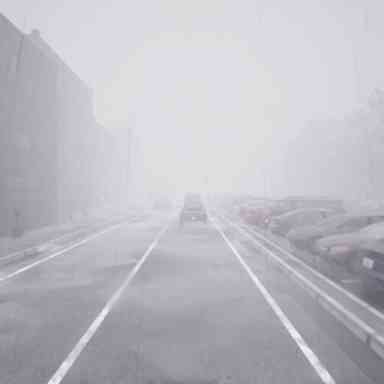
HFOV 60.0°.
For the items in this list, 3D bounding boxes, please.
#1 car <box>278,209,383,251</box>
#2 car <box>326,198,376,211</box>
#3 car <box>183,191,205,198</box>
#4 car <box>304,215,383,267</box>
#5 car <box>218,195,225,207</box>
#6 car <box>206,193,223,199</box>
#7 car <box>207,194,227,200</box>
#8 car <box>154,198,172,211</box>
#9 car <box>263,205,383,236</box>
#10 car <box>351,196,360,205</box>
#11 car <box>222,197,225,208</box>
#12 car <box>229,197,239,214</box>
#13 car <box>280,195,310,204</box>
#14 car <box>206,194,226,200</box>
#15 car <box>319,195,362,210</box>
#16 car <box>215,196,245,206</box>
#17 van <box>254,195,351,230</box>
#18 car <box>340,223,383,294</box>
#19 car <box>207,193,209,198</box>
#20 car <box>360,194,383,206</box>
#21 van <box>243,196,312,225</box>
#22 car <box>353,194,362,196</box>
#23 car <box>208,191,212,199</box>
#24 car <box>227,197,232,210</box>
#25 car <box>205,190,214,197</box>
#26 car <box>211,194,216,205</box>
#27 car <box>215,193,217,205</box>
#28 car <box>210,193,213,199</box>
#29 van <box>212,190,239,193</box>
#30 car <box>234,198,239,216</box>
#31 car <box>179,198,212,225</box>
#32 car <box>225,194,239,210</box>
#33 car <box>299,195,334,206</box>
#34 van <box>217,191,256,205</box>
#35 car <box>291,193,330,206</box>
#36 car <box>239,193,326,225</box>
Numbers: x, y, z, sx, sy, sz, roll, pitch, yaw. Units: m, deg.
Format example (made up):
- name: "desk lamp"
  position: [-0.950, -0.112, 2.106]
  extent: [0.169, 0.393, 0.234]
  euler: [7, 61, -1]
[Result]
- name: "car"
  position: [6.047, 1.549, 12.655]
  extent: [4.792, 1.488, 2.163]
  euler: [0, 0, 0]
- name: "car"
  position: [19.252, 1.468, 40.465]
  extent: [5.008, 1.535, 2.097]
  euler: [0, 0, 0]
- name: "car"
  position: [0.087, 1.165, 41.280]
  extent: [2.150, 2.045, 5.566]
  euler: [0, -1, 0]
- name: "car"
  position: [6.070, 1.564, 9.872]
  extent: [4.674, 1.452, 2.002]
  euler: [0, 0, 0]
- name: "car"
  position: [6.147, 1.492, 43.271]
  extent: [4.792, 1.488, 2.163]
  euler: [0, 0, 0]
- name: "car"
  position: [6.372, 1.049, 93.390]
  extent: [4.553, 1.767, 2.185]
  euler: [0, 1, 0]
- name: "car"
  position: [6.308, 1.294, 85.027]
  extent: [5.008, 1.535, 2.097]
  euler: [0, 1, 0]
- name: "car"
  position: [-3.354, 1.432, 39.282]
  extent: [1.882, 1.535, 5.008]
  euler: [0, 0, 0]
- name: "car"
  position: [6.079, 1.517, 15.438]
  extent: [4.892, 1.521, 2.231]
  euler: [0, 0, 0]
- name: "car"
  position: [19.235, 1.482, 34.894]
  extent: [4.892, 1.521, 2.231]
  euler: [0, 0, 0]
- name: "car"
  position: [6.161, 1.516, 37.705]
  extent: [4.674, 1.452, 2.002]
  euler: [0, 0, 0]
- name: "car"
  position: [6.316, 1.490, 29.354]
  extent: [5.366, 1.575, 1.946]
  euler: [0, 0, 0]
- name: "car"
  position: [19.326, 1.398, 62.744]
  extent: [5.008, 1.535, 2.097]
  euler: [0, 0, 0]
- name: "car"
  position: [6.316, 1.263, 87.816]
  extent: [5.008, 1.535, 2.097]
  euler: [0, 1, 0]
- name: "car"
  position: [19.224, 1.335, 43.250]
  extent: [4.553, 1.767, 2.185]
  euler: [0, 0, 0]
- name: "car"
  position: [6.216, 1.470, 54.404]
  extent: [4.674, 1.452, 2.002]
  euler: [0, 0, 0]
- name: "van"
  position: [5.978, 1.285, 18.346]
  extent: [4.442, 1.987, 1.878]
  euler: [0, 0, 0]
- name: "car"
  position: [6.087, 1.558, 7.088]
  extent: [4.792, 1.488, 2.163]
  euler: [0, 0, 0]
- name: "car"
  position: [6.453, 1.365, 71.104]
  extent: [5.366, 1.575, 1.946]
  euler: [0, 0, 0]
- name: "car"
  position: [19.251, 1.361, 32.108]
  extent: [4.553, 1.767, 2.185]
  euler: [0, 0, 0]
- name: "van"
  position: [5.996, 1.277, 23.788]
  extent: [4.442, 1.987, 1.878]
  euler: [0, 0, 0]
- name: "car"
  position: [19.210, 1.223, 37.677]
  extent: [5.566, 2.045, 2.435]
  euler: [0, 0, 0]
- name: "car"
  position: [6.228, 1.253, 68.446]
  extent: [4.553, 1.767, 2.185]
  euler: [0, 0, 0]
- name: "car"
  position: [6.146, 1.489, 32.137]
  extent: [4.892, 1.521, 2.231]
  euler: [0, 0, 0]
- name: "car"
  position: [6.314, 1.094, 76.670]
  extent: [5.566, 2.045, 2.435]
  euler: [0, 0, 0]
- name: "car"
  position: [6.019, 1.436, 51.622]
  extent: [5.366, 1.575, 1.946]
  euler: [0, 0, 0]
- name: "car"
  position: [6.164, 1.321, 48.838]
  extent: [4.553, 1.767, 2.185]
  euler: [0, 0, 0]
- name: "car"
  position: [6.237, 1.410, 59.971]
  extent: [5.008, 1.535, 2.097]
  euler: [0, 0, 0]
- name: "van"
  position: [6.357, 1.175, 62.754]
  extent: [4.442, 1.987, 1.878]
  euler: [0, 0, 0]
- name: "car"
  position: [6.115, 1.499, 26.571]
  extent: [4.892, 1.521, 2.231]
  euler: [0, 0, 0]
- name: "car"
  position: [0.095, 1.470, 23.931]
  extent: [2.128, 1.511, 4.902]
  euler: [0, 0, 0]
- name: "car"
  position: [6.118, 1.357, 34.922]
  extent: [4.553, 1.767, 2.185]
  euler: [0, 0, 0]
- name: "car"
  position: [19.253, 1.311, 51.604]
  extent: [4.553, 1.767, 2.185]
  euler: [0, 0, 0]
- name: "van"
  position: [6.069, 1.229, 46.117]
  extent: [4.442, 1.987, 1.878]
  euler: [0, 0, 0]
- name: "car"
  position: [19.265, 1.177, 54.387]
  extent: [5.566, 2.045, 2.435]
  euler: [0, 0, 0]
- name: "car"
  position: [6.075, 1.256, 21.004]
  extent: [5.566, 2.045, 2.435]
  euler: [0, 0, 0]
